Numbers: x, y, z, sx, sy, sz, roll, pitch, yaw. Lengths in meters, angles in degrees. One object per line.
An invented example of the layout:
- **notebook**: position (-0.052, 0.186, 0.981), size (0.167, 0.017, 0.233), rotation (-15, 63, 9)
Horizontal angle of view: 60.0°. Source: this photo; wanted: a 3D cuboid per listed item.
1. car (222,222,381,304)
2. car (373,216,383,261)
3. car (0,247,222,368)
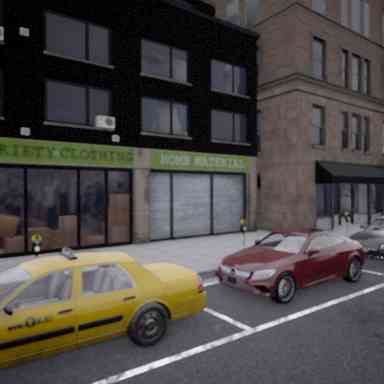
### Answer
- **car**: position (2.517, 1.543, 7.985), size (4.206, 1.307, 1.802), rotation (0, 0, -36)
- **car**: position (6.923, 1.479, 11.129), size (4.403, 1.369, 2.008), rotation (0, 0, -36)
- **car**: position (-2.028, 1.519, 4.743), size (4.829, 1.417, 1.752), rotation (0, 0, -36)
